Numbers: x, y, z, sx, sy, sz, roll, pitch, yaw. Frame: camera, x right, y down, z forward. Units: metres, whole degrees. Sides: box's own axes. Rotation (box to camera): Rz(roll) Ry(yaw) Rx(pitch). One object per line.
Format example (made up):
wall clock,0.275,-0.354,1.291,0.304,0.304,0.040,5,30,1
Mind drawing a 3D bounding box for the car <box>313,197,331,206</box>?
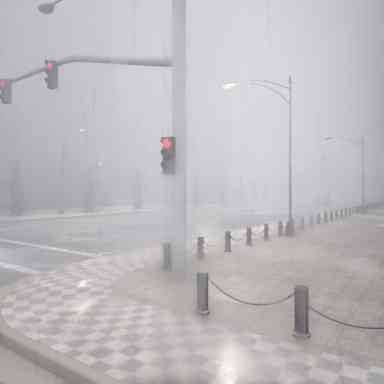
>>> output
car,21.400,1.509,54.572,1.994,1.385,4.181,0,0,35
